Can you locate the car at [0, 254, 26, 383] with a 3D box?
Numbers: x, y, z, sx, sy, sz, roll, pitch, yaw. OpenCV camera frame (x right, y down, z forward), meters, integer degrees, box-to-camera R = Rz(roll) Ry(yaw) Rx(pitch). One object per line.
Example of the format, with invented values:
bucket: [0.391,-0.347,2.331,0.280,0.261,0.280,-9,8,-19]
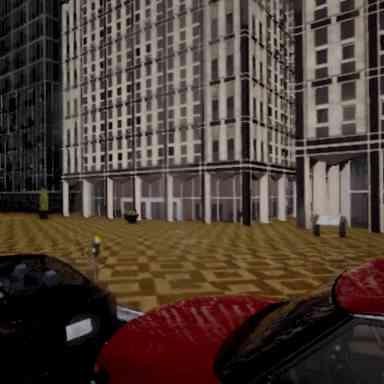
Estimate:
car: [-2.977,1.619,5.002,4.313,1.339,1.947,-1,-1,36]

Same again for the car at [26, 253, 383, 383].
car: [1.515,1.312,1.796,5.009,1.841,2.192,-1,-1,36]
